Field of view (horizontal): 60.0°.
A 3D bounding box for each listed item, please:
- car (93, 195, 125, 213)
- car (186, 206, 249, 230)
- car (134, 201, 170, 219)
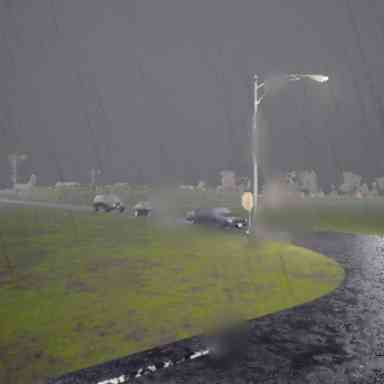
[{"bbox_3d":[-10.061,1.387,40.113,2.150,2.045,5.566,0,0,-37],"label":"car"},{"bbox_3d":[1.600,1.717,23.204,2.033,1.411,5.357,0,0,-33],"label":"car"},{"bbox_3d":[-3.845,1.675,31.428,1.837,1.490,4.892,0,0,-35],"label":"car"}]
